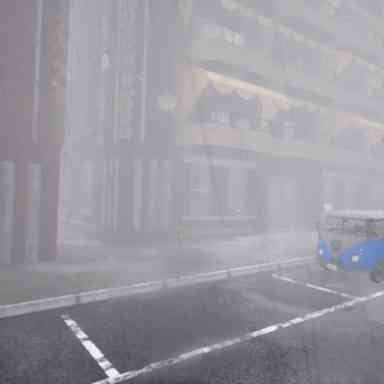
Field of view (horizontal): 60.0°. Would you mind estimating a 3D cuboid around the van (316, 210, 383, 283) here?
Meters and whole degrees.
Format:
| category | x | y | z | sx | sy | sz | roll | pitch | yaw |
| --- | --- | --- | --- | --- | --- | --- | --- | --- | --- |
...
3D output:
| category | x | y | z | sx | sy | sz | roll | pitch | yaw |
| --- | --- | --- | --- | --- | --- | --- | --- | --- | --- |
| van | 5.344 | 1.431 | 9.724 | 3.998 | 1.788 | 1.690 | 1 | 1 | -35 |
